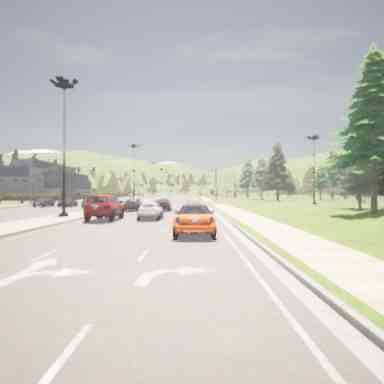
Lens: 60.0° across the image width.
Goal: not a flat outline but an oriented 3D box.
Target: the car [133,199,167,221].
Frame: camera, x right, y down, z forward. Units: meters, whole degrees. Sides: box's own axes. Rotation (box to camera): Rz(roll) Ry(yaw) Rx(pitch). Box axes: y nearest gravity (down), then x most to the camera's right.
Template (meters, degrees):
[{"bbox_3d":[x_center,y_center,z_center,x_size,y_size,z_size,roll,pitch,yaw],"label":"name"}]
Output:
[{"bbox_3d":[-3.398,1.540,27.582,1.812,1.442,4.674,0,0,1],"label":"car"}]

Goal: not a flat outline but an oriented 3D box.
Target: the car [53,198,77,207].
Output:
[{"bbox_3d":[-18.604,1.580,49.852,1.994,1.385,4.181,0,0,-1],"label":"car"}]

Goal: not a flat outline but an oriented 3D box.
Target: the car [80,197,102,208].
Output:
[{"bbox_3d":[-15.107,1.536,49.979,1.837,1.490,4.892,0,0,-1],"label":"car"}]

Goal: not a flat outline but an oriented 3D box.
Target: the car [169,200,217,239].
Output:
[{"bbox_3d":[0.126,1.364,17.535,2.097,1.767,4.553,0,0,0],"label":"car"}]

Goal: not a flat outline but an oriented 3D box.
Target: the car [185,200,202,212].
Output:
[{"bbox_3d":[0.129,1.626,39.852,1.895,1.301,4.718,0,0,0],"label":"car"}]

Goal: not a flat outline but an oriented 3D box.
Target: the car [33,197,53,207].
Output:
[{"bbox_3d":[-22.104,1.504,49.807,2.128,1.511,4.902,0,0,-1],"label":"car"}]

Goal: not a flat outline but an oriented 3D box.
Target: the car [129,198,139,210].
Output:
[{"bbox_3d":[-6.935,1.509,39.964,2.128,1.511,4.902,0,0,0],"label":"car"}]

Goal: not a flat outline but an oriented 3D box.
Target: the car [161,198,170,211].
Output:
[{"bbox_3d":[-3.436,1.500,39.941,1.882,1.535,5.008,0,0,0],"label":"car"}]

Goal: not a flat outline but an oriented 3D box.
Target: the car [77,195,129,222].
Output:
[{"bbox_3d":[-6.907,1.231,26.561,2.150,2.045,5.566,0,0,1],"label":"car"}]
